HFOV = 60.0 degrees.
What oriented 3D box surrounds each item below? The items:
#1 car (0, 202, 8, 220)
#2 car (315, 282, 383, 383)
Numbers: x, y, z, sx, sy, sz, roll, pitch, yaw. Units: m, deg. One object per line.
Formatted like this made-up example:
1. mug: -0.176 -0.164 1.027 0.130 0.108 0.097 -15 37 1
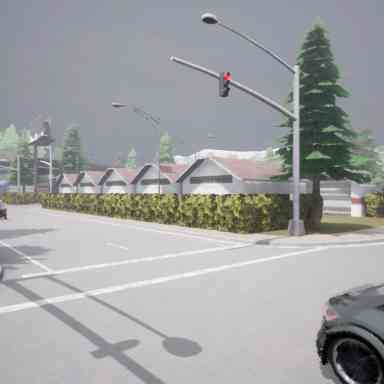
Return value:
1. car: -16.558 1.412 27.388 1.882 1.535 5.008 0 0 -40
2. car: 3.425 1.623 3.196 1.994 1.385 4.181 0 1 -40
